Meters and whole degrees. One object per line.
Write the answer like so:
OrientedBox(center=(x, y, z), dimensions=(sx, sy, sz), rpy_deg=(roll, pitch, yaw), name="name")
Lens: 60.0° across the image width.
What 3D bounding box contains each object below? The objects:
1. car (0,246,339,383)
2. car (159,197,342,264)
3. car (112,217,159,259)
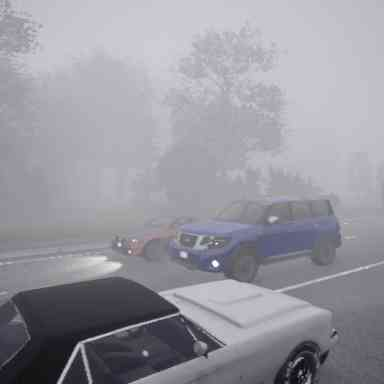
OrientedBox(center=(-0.615, 1.591, 3.306), dimensions=(4.718, 1.301, 1.895), rpy_deg=(-1, 0, -35), name="car")
OrientedBox(center=(2.068, 1.168, 9.665), dimensions=(5.566, 2.045, 2.150), rpy_deg=(0, 0, -35), name="car")
OrientedBox(center=(-0.721, 1.515, 11.988), dimensions=(4.181, 1.385, 1.994), rpy_deg=(-1, 0, -35), name="car")
